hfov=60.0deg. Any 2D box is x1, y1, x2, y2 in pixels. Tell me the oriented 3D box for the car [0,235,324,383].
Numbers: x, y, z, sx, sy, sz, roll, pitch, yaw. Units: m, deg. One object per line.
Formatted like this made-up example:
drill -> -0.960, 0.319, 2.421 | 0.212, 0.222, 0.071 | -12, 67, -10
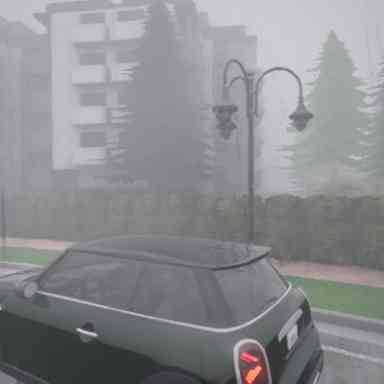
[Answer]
car -> -0.882, 1.337, 4.158 | 4.553, 1.767, 2.097 | 0, 0, 32
